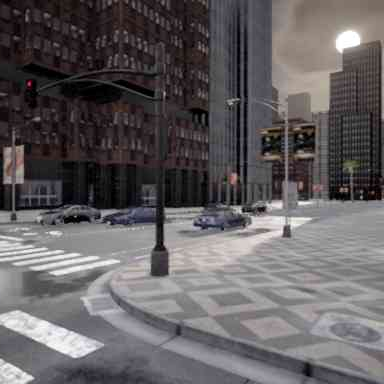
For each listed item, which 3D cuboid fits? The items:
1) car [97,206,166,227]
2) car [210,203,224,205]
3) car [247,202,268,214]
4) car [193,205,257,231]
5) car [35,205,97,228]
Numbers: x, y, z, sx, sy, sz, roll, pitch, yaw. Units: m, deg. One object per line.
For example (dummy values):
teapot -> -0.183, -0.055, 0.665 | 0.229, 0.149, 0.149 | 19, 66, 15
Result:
car -> -4.256, 1.817, 25.364 | 2.033, 1.411, 5.357 | 0, -1, 35
car -> 2.945, 2.073, 41.154 | 1.994, 1.385, 4.181 | 0, -1, 35
car -> 8.049, 2.056, 42.718 | 1.882, 1.535, 5.008 | 0, -1, 36
car -> 2.224, 1.859, 22.999 | 2.033, 1.411, 5.357 | 0, -1, 36
car -> -8.914, 1.702, 24.405 | 2.128, 1.511, 4.902 | 0, -1, 35
